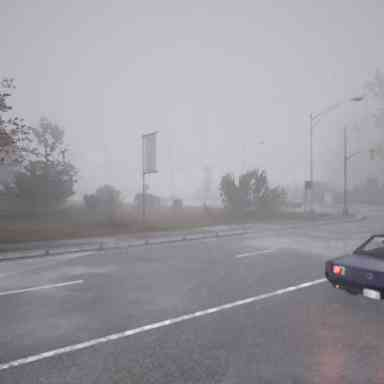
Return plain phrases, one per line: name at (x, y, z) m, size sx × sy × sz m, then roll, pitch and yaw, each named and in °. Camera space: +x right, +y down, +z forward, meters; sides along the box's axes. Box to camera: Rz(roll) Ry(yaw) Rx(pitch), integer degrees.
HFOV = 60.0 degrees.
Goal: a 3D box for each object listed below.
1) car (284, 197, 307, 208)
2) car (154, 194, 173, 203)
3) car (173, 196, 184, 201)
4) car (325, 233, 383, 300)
car at (11.598, 1.252, 41.830) m, size 2.033 × 1.411 × 5.357 m, roll -1°, pitch 0°, yaw -39°
car at (-5.868, 1.104, 58.114) m, size 2.097 × 1.767 × 4.553 m, roll -1°, pitch 1°, yaw -38°
car at (-3.542, 1.319, 60.815) m, size 1.895 × 1.301 × 4.718 m, roll -1°, pitch 0°, yaw -38°
car at (5.098, 1.560, 7.370) m, size 4.718 × 1.301 × 1.895 m, roll -1°, pitch 0°, yaw -35°
